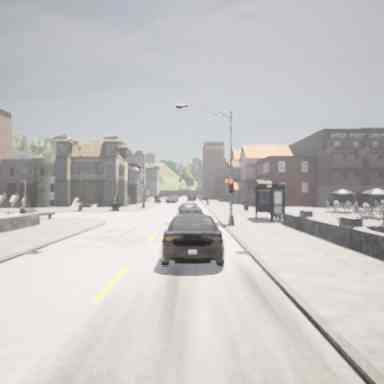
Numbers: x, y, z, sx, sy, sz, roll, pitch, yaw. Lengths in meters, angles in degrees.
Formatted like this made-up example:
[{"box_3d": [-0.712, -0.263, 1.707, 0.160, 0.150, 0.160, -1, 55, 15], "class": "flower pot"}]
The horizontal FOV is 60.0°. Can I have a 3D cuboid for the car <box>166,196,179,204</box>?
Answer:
[{"box_3d": [-4.040, 1.576, 65.310, 2.033, 1.411, 5.357, 0, 0, 0], "class": "car"}]

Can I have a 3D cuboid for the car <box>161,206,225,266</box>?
[{"box_3d": [0.042, 1.483, 11.542, 1.882, 1.535, 5.008, 0, 0, 1], "class": "car"}]

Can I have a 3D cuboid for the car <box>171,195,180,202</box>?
[{"box_3d": [-4.033, 1.569, 80.903, 2.033, 1.411, 5.357, 0, 0, 0], "class": "car"}]

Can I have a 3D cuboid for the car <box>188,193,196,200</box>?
[{"box_3d": [-0.037, 1.227, 90.146, 2.097, 1.767, 4.553, 0, 0, 0], "class": "car"}]

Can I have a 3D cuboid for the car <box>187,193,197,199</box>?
[{"box_3d": [-0.033, 1.252, 79.786, 2.150, 2.045, 5.566, 0, 0, 0], "class": "car"}]

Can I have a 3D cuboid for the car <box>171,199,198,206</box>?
[{"box_3d": [-0.283, 1.559, 26.220, 2.033, 1.411, 5.357, 0, 0, -6], "class": "car"}]
